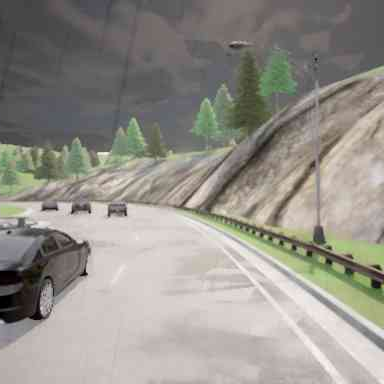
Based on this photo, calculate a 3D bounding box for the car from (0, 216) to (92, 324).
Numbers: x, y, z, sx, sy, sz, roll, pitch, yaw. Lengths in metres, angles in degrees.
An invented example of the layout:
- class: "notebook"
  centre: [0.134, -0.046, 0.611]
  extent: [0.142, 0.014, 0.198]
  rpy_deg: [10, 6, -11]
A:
- class: "car"
  centre: [-3.614, 1.520, 7.326]
  extent: [1.882, 1.535, 5.008]
  rpy_deg: [0, 0, -3]

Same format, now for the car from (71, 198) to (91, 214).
- class: "car"
  centre: [-12.803, 1.495, 38.382]
  extent: [2.097, 1.767, 4.553]
  rpy_deg: [-1, 0, -19]

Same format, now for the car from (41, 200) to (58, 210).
- class: "car"
  centre: [-19.576, 1.789, 45.618]
  extent: [1.994, 1.385, 4.181]
  rpy_deg: [-1, 0, -27]

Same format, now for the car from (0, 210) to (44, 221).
- class: "car"
  centre: [-7.638, 1.690, 14.283]
  extent: [1.895, 1.301, 4.718]
  rpy_deg: [-1, 0, -7]

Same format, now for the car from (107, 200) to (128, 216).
- class: "car"
  centre: [-7.510, 1.570, 33.549]
  extent: [2.128, 1.511, 4.902]
  rpy_deg: [-1, 0, -13]
